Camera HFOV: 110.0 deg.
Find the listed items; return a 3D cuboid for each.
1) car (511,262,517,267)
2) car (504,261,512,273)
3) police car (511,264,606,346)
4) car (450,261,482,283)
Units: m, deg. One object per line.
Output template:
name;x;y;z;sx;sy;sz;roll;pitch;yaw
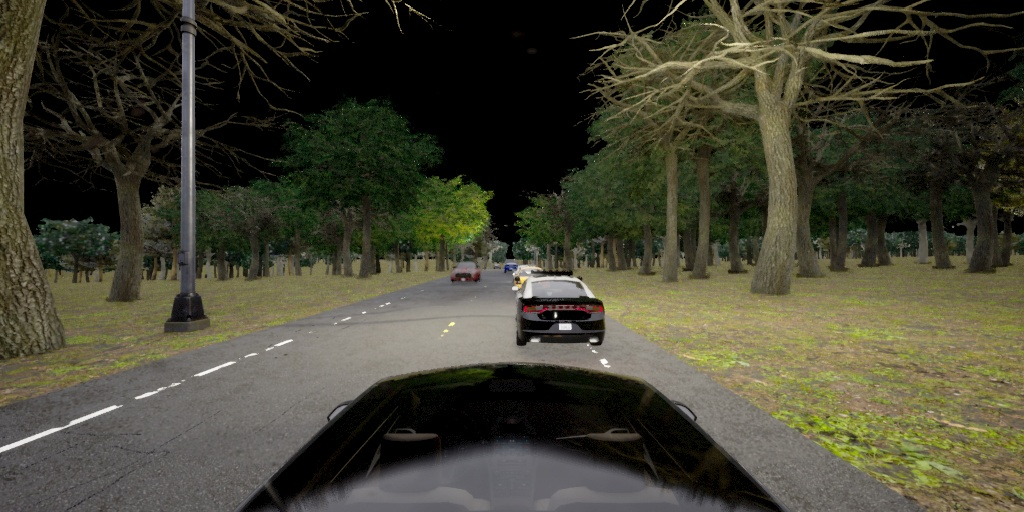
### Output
car;1.016;1.255;19.670;1.801;1.575;5.366;0;0;0
car;-0.065;1.509;48.904;1.882;1.535;5.008;0;-1;0
police car;1.036;1.186;9.588;1.930;1.638;5.238;0;0;0
car;-3.653;1.205;29.138;2.097;1.767;4.553;0;0;0
